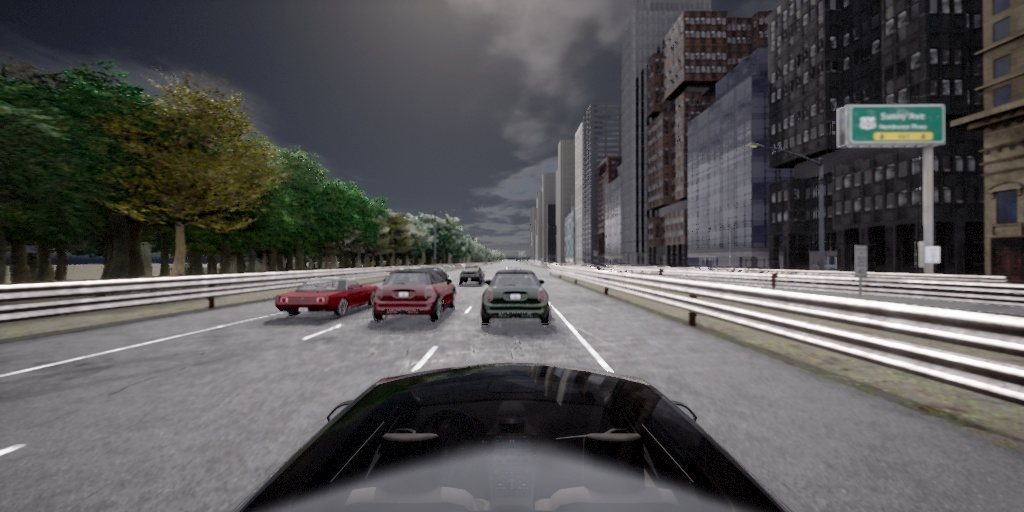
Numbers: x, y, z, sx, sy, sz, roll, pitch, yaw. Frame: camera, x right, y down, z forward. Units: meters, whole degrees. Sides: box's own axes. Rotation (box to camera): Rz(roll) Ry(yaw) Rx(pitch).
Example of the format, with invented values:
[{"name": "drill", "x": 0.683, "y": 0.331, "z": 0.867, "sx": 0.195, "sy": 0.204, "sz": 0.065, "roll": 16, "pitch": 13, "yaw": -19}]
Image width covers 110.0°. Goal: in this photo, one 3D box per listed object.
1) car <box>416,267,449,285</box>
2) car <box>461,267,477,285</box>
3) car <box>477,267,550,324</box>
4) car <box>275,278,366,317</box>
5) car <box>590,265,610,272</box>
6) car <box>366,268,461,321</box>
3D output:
[{"name": "car", "x": -6.898, "y": 1.732, "z": 31.618, "sx": 1.994, "sy": 1.385, "sz": 4.181, "roll": 0, "pitch": -1, "yaw": 0}, {"name": "car", "x": -3.397, "y": 1.666, "z": 31.149, "sx": 1.837, "sy": 1.490, "sz": 4.892, "roll": 0, "pitch": -1, "yaw": 0}, {"name": "car", "x": 0.101, "y": 1.253, "z": 12.710, "sx": 2.097, "sy": 1.767, "sz": 4.553, "roll": 0, "pitch": -1, "yaw": 0}, {"name": "car", "x": -6.906, "y": 1.520, "z": 14.097, "sx": 1.895, "sy": 1.301, "sz": 4.718, "roll": 0, "pitch": -1, "yaw": 0}, {"name": "car", "x": 11.898, "y": 2.026, "z": 50.499, "sx": 1.837, "sy": 1.490, "sz": 4.892, "roll": 0, "pitch": -1, "yaw": -15}, {"name": "car", "x": -3.400, "y": 1.262, "z": 13.379, "sx": 2.097, "sy": 1.767, "sz": 4.553, "roll": 0, "pitch": -1, "yaw": 0}]
